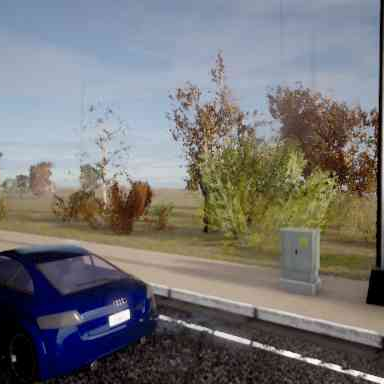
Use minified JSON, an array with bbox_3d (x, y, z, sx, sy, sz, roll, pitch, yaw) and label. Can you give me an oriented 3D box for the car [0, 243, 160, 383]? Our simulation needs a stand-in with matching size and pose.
[{"bbox_3d":[-2.547,1.556,5.381,4.181,1.385,1.994,0,0,36],"label":"car"}]
